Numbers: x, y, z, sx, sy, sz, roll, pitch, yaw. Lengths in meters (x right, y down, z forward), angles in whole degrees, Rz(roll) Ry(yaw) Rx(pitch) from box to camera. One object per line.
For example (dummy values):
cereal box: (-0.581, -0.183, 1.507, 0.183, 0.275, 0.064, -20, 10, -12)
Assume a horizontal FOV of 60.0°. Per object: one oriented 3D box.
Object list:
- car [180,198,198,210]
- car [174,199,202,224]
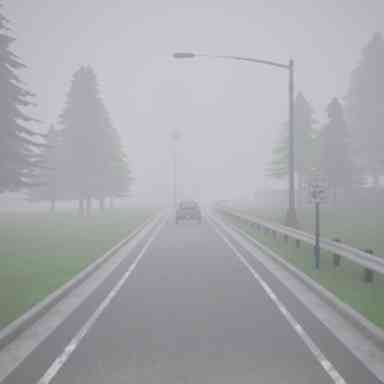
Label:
car: (-0.291, 1.553, 42.862, 1.994, 1.385, 4.181, 0, 0, 4)
car: (-0.302, 1.485, 24.939, 2.128, 1.511, 4.902, 0, 0, -2)
